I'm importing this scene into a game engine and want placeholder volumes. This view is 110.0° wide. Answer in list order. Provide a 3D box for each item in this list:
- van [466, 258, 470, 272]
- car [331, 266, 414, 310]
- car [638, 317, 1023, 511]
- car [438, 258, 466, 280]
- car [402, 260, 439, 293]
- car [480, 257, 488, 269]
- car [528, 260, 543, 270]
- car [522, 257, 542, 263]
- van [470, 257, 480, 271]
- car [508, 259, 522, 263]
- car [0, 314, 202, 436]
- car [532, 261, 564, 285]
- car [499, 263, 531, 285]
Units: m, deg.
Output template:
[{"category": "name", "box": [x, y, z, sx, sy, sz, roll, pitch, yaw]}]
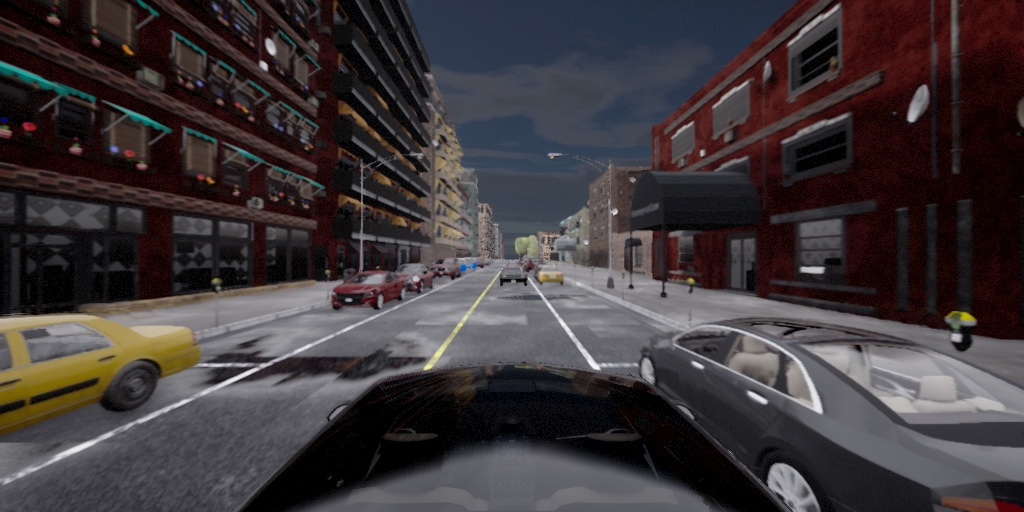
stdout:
[{"category": "van", "box": [-5.683, 1.104, 36.890, 1.690, 1.789, 3.998, 0, 0, 0]}, {"category": "car", "box": [-5.688, 1.297, 14.733, 1.888, 1.381, 4.507, 0, 0, 0]}, {"category": "car", "box": [2.691, 1.301, 3.652, 2.007, 1.370, 4.403, 0, 0, 0]}, {"category": "car", "box": [-5.685, 1.073, 31.350, 2.192, 1.841, 5.009, 0, 0, 0]}, {"category": "car", "box": [-5.687, 1.193, 20.271, 1.967, 1.591, 4.097, 0, 0, 0]}, {"category": "car", "box": [-5.679, 1.106, 59.046, 2.192, 1.841, 5.009, 0, 0, 0]}, {"category": "car", "box": [2.696, 1.309, 31.348, 2.007, 1.370, 4.403, 0, 0, 0]}, {"category": "car", "box": [2.699, 1.083, 42.426, 2.192, 1.841, 5.009, 0, 0, 0]}, {"category": "van", "box": [-5.681, 1.116, 47.967, 1.690, 1.789, 3.998, 0, 0, 0]}, {"category": "car", "box": [0.110, 1.340, 48.792, 1.994, 1.385, 4.181, 0, 0, 0]}, {"category": "car", "box": [-5.690, 1.276, 3.484, 1.751, 1.417, 4.829, 0, 0, 0]}, {"category": "car", "box": [2.695, 1.281, 25.979, 1.751, 1.417, 4.829, 0, 0, 0]}, {"category": "car", "box": [0.106, 1.356, 25.645, 1.895, 1.301, 4.718, 0, 0, 0]}]
